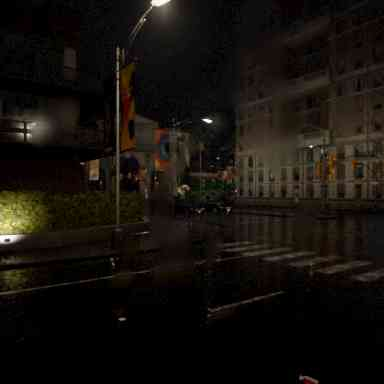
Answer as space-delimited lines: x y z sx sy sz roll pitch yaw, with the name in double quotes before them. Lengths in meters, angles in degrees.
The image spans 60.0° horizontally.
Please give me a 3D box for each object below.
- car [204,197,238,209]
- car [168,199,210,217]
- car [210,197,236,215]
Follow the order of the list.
"car" 3.907 1.475 45.903 1.882 1.535 5.008 0 0 -35
"car" -0.655 1.524 32.093 1.812 1.442 4.674 0 0 -35
"car" 2.136 1.490 34.211 2.128 1.511 4.902 0 0 -35
